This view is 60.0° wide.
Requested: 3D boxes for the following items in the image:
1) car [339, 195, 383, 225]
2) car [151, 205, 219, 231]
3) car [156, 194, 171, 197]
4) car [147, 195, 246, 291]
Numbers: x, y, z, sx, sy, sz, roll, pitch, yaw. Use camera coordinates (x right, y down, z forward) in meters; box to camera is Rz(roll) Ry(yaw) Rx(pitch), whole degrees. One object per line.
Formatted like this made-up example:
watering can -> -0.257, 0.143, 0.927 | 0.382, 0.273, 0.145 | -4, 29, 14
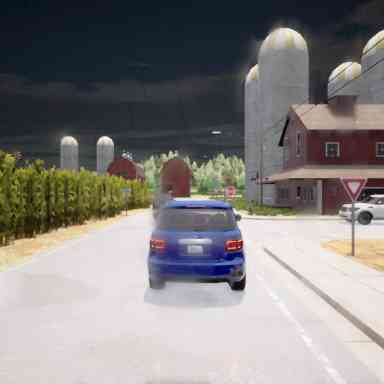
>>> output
car -> 13.312, 1.195, 23.262 | 5.566, 2.045, 2.150 | 0, 0, -1
car -> -0.571, 1.595, 21.523 | 1.895, 1.301, 4.718 | 0, 0, -40
car -> -3.459, 1.220, 40.105 | 2.150, 2.045, 5.566 | 0, 0, 1
car -> 0.217, 1.221, 9.220 | 2.150, 2.045, 5.566 | 0, 0, 3
